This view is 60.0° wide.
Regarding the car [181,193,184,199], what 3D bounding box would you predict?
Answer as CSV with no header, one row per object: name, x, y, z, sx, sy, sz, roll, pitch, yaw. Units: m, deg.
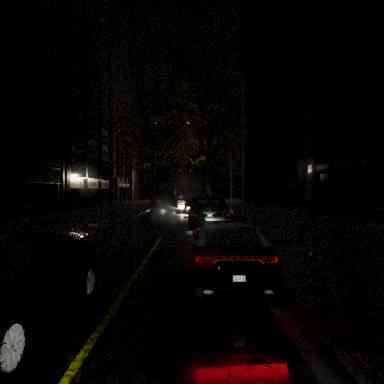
car,-3.166,1.325,95.507,2.150,2.045,5.566,0,0,0

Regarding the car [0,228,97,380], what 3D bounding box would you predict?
car,-3.107,1.477,5.675,1.882,1.535,5.008,0,0,0

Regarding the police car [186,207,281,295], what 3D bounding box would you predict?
police car,0.885,1.426,8.840,1.930,1.638,5.238,0,0,0

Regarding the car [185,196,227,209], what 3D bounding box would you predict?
car,0.868,1.229,18.761,2.150,2.045,5.566,0,0,0

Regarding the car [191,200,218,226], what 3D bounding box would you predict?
car,0.857,1.464,24.920,1.801,1.575,5.366,0,0,0

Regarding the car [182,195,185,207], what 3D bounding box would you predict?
car,-0.068,1.551,46.074,1.812,1.442,4.674,0,0,0

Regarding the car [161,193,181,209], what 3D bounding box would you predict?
car,-3.182,1.248,47.523,2.150,2.045,5.566,0,0,0

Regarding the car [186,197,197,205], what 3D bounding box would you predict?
car,-0.104,1.645,60.141,1.895,1.301,4.718,0,0,0
